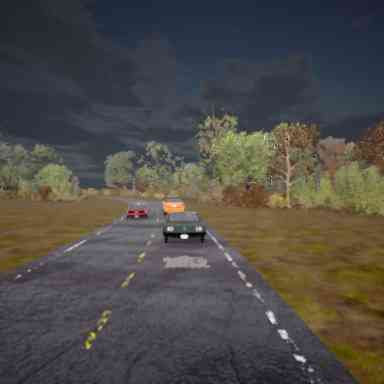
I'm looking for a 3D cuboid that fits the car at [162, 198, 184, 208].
[{"bbox_3d":[-1.931,1.349,33.842,2.097,1.767,4.553,0,0,-6],"label":"car"}]

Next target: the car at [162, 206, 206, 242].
[{"bbox_3d":[-0.434,1.599,16.321,1.895,1.301,4.718,0,0,-3],"label":"car"}]

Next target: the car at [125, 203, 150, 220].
[{"bbox_3d":[-4.523,1.601,28.130,1.895,1.301,4.718,0,0,-6],"label":"car"}]
